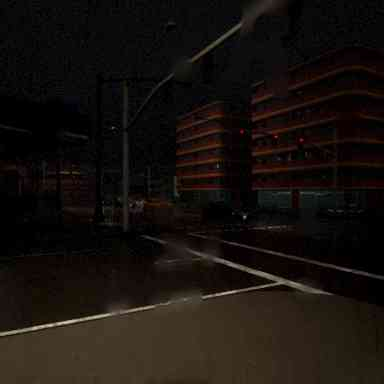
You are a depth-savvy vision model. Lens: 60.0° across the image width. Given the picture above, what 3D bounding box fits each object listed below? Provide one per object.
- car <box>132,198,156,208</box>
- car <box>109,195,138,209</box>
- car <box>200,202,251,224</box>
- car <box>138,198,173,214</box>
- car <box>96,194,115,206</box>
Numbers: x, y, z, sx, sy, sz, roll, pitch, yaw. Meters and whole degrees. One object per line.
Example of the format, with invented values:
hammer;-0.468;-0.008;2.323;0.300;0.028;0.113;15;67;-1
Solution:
car;-7.080;1.601;48.803;1.895;1.301;4.718;0;0;-30
car;-9.111;1.492;44.969;2.128;1.511;4.902;0;0;-30
car;2.449;1.492;25.284;2.128;1.511;4.902;0;0;-30
car;-3.772;1.478;35.894;1.882;1.535;5.008;0;0;-30
car;-14.229;1.505;53.744;1.837;1.490;4.892;0;0;-30
